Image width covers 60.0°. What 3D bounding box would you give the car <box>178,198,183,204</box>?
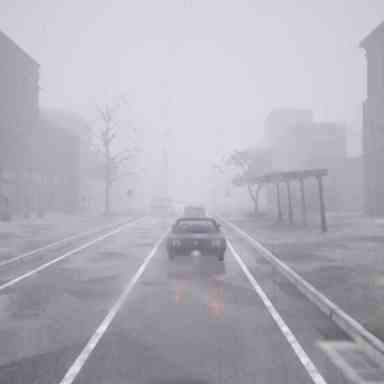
[{"bbox_3d":[-2.671,2.138,75.373,2.128,1.511,4.902,0,0,0],"label":"car"}]

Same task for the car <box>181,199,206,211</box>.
[{"bbox_3d":[0.229,1.660,30.796,1.882,1.535,5.008,0,-1,0],"label":"car"}]

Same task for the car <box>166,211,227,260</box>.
[{"bbox_3d":[0.144,1.591,12.385,1.895,1.301,4.718,0,0,0],"label":"car"}]

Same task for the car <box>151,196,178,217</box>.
[{"bbox_3d":[-2.948,1.450,34.565,2.150,2.045,5.566,0,-1,0],"label":"car"}]
